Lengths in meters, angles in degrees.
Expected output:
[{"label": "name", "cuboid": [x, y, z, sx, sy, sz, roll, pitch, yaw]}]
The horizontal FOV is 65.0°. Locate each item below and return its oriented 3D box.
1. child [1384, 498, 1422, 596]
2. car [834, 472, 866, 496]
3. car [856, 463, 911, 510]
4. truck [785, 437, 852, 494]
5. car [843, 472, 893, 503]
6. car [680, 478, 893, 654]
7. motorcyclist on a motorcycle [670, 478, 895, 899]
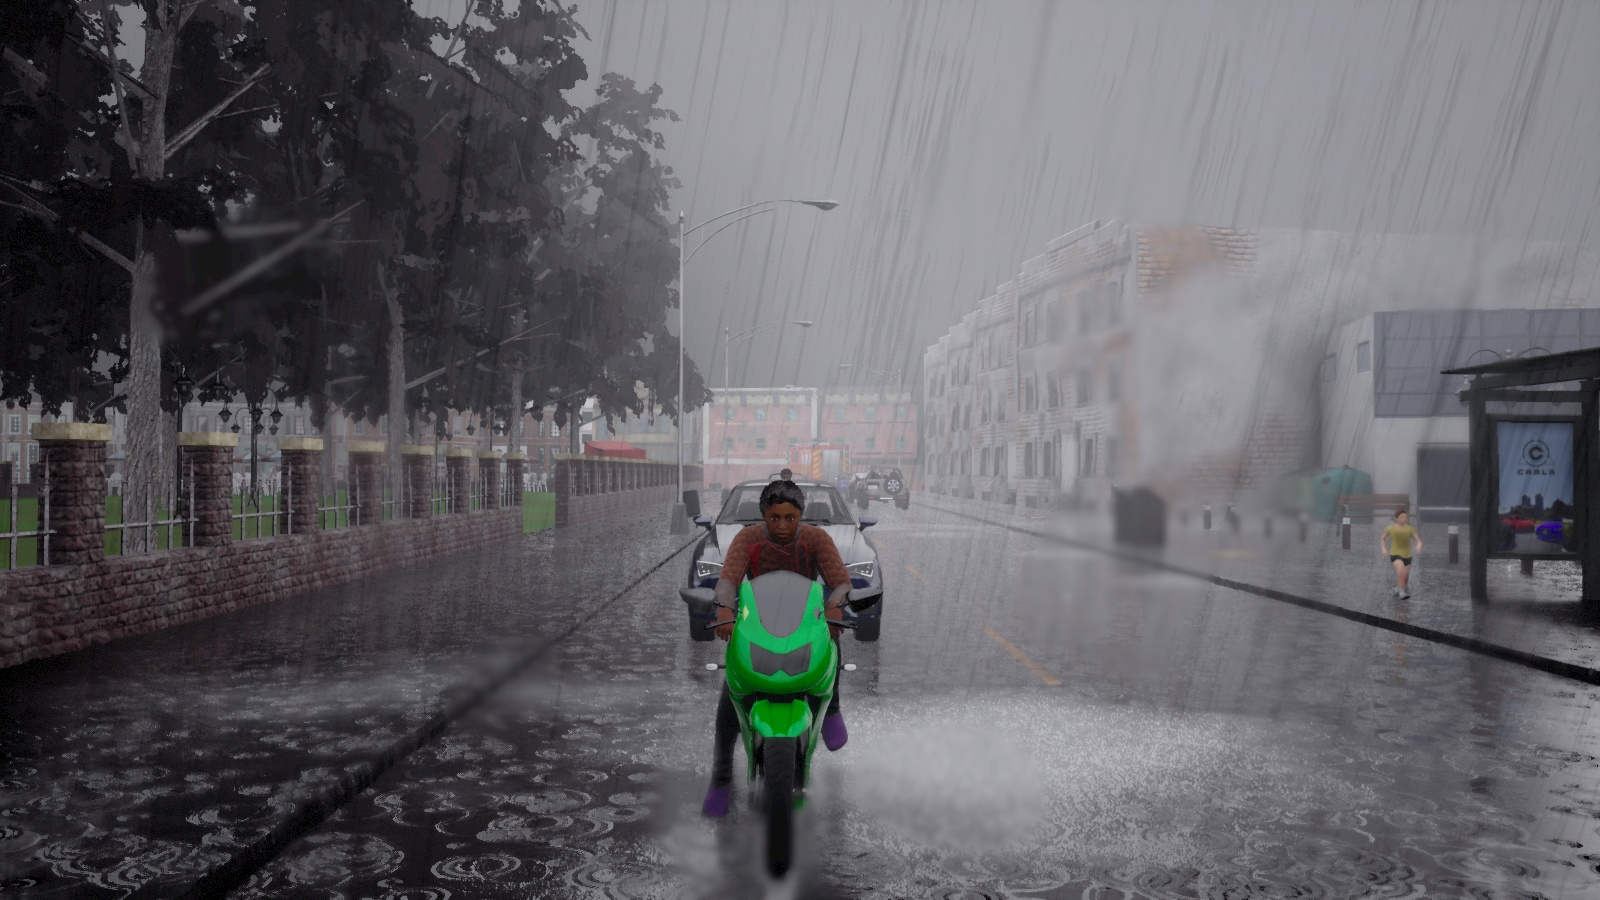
[{"label": "child", "cuboid": [7.011, 1.121, 14.612, 0.255, 1.110, 0.394, 0, -1, 2]}, {"label": "car", "cuboid": [3.144, 2.156, 80.022, 1.816, 1.474, 4.193, 0, -1, -1]}, {"label": "car", "cuboid": [3.449, 1.496, 52.461, 1.932, 1.855, 4.605, 0, -1, 0]}, {"label": "truck", "cuboid": [1.210, 1.140, 89.515, 2.891, 3.827, 8.468, 0, -1, -12]}, {"label": "car", "cuboid": [3.337, 1.852, 62.729, 2.163, 1.488, 4.792, 0, -1, -1]}, {"label": "car", "cuboid": [-0.144, 1.044, 12.867, 1.816, 1.474, 4.193, 0, -1, -1]}, {"label": "motorcyclist on a motorcycle", "cuboid": [-0.073, 0.890, 5.518, 0.797, 1.523, 2.044, 0, -1, -1]}]
